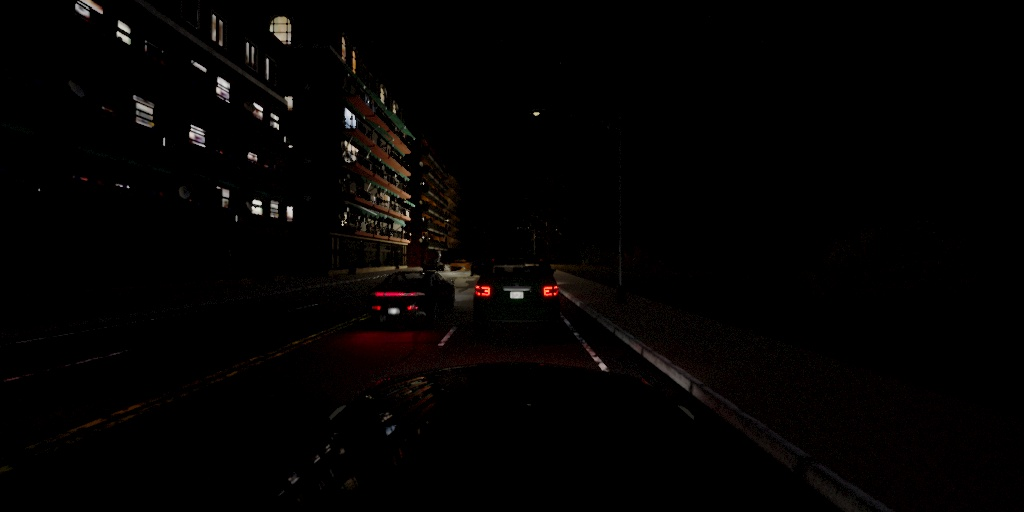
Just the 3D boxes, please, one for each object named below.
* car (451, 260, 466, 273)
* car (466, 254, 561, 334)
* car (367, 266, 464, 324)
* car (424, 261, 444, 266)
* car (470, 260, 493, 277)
[{"bbox_3d":[-6.433,1.225,44.498,1.882,1.535,5.008,0,0,0],"label":"car"},{"bbox_3d":[0.129,0.972,10.764,2.150,2.045,5.566,0,0,0],"label":"car"},{"bbox_3d":[-3.113,1.240,11.909,2.128,1.511,4.902,0,0,0],"label":"car"},{"bbox_3d":[-9.684,1.295,44.697,2.033,1.411,5.357,0,0,0],"label":"car"},{"bbox_3d":[-3.016,1.226,36.304,1.882,1.535,5.008,0,0,0],"label":"car"}]
